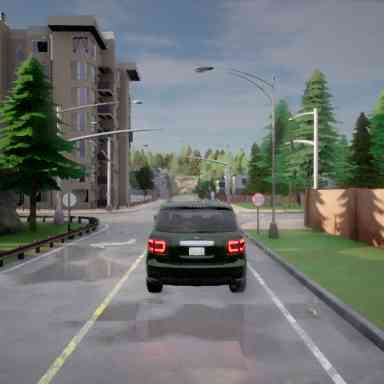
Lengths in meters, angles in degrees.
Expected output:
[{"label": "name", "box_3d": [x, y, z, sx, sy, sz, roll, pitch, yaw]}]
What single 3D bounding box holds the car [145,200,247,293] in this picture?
[{"label": "car", "box_3d": [0.093, 1.221, 9.018, 2.150, 2.045, 5.566, 0, 0, 0]}]
